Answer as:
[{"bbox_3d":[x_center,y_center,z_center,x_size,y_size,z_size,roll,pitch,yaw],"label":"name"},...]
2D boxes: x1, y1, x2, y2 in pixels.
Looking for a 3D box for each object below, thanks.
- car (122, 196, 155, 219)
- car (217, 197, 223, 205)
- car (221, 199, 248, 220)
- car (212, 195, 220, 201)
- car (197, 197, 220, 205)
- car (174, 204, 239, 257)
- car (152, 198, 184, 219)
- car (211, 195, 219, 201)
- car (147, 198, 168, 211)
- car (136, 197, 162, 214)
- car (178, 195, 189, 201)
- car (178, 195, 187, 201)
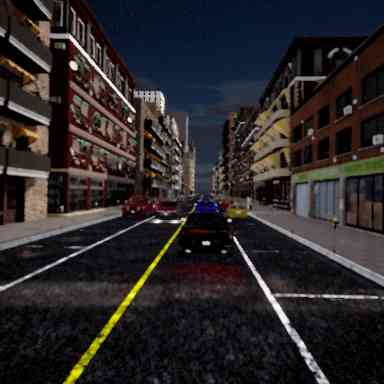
[{"bbox_3d":[-4.598,1.250,28.883,2.192,1.841,5.009,1,0,2],"label":"car"},{"bbox_3d":[4.230,1.604,39.801,1.887,1.381,4.507,1,0,2],"label":"car"},{"bbox_3d":[3.778,1.579,28.708,1.752,1.417,4.829,1,0,2],"label":"car"},{"bbox_3d":[6.074,1.603,85.023,1.752,1.417,4.829,1,0,2],"label":"car"},{"bbox_3d":[1.219,1.495,29.547,1.882,1.535,5.008,1,0,2],"label":"car"},{"bbox_3d":[0.564,1.486,13.136,1.882,1.535,5.008,1,0,2],"label":"car"},{"bbox_3d":[-1.993,1.498,28.917,1.812,1.442,4.674,1,0,3],"label":"car"},{"bbox_3d":[6.296,1.646,90.485,1.947,1.339,4.313,1,0,2],"label":"car"},{"bbox_3d":[-4.143,1.485,40.147,1.887,1.381,4.507,1,0,2],"label":"car"},{"bbox_3d":[-4.371,1.378,34.514,1.967,1.590,4.097,1,0,2],"label":"car"},{"bbox_3d":[-2.536,1.508,79.567,2.008,1.369,4.403,1,0,2],"label":"car"},{"bbox_3d":[-2.307,1.510,85.199,2.008,1.369,4.403,1,0,2],"label":"car"}]
